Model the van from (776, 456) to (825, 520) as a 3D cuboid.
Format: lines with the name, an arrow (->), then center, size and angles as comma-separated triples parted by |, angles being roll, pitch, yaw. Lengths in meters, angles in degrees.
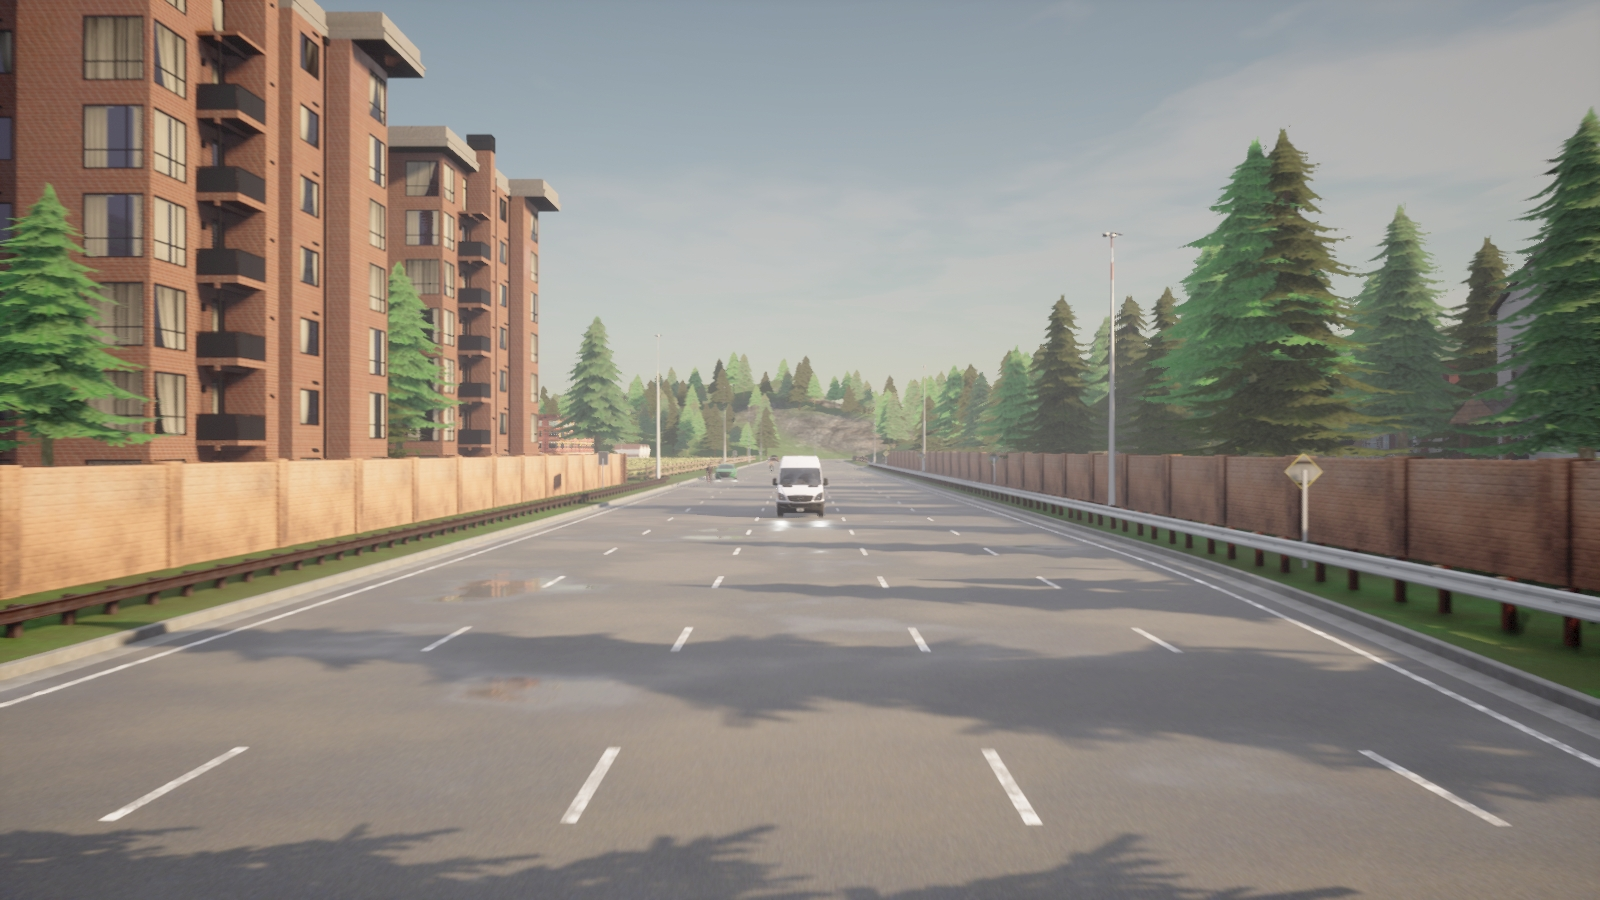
van -> 0.015, 1.534, 49.072 | 1.988, 2.561, 5.915 | 0, 0, 0

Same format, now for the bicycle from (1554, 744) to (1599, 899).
bicycle -> 3.527, 2.056, 4.246 | 0.373, 1.496, 1.643 | 0, 1, 0
